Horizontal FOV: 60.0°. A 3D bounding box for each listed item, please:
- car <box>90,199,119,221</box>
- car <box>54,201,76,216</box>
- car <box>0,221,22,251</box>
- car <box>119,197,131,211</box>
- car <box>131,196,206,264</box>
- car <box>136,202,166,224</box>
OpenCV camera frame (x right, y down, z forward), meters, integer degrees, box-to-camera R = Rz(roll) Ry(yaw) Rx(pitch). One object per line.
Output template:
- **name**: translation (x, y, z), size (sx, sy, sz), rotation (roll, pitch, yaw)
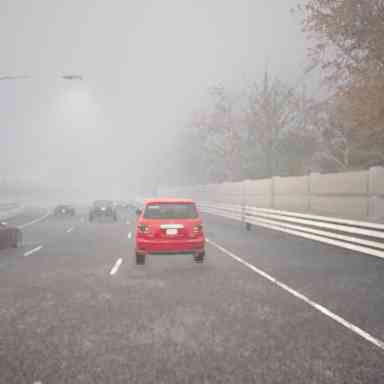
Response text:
- **car**: translation (-7.515, 1.378, 28.205), size (2.097, 1.767, 4.553), rotation (0, 0, -15)
- **car**: translation (-12.531, 1.568, 32.774), size (1.812, 1.442, 4.674), rotation (0, 0, -18)
- **car**: translation (-7.866, 1.590, 12.128), size (1.994, 1.385, 4.181), rotation (0, 0, -7)
- **car**: translation (-8.079, 1.629, 40.933), size (1.895, 1.301, 4.718), rotation (0, 0, -19)
- **car**: translation (-0.877, 1.225, 12.135), size (2.150, 2.045, 5.566), rotation (0, 0, -6)
- **car**: translation (-3.274, 1.537, 25.731), size (1.812, 1.442, 4.674), rotation (0, 0, -13)
